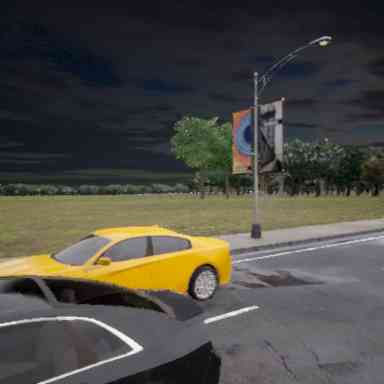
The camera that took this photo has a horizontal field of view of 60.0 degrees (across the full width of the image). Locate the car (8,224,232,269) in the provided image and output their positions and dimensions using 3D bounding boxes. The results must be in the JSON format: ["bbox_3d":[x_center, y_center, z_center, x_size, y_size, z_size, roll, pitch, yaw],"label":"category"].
[{"bbox_3d":[-1.440,1.467,6.651,5.008,1.535,1.882,0,0,-36],"label":"car"}]

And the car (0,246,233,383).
[{"bbox_3d":[-2.008,1.507,2.254,4.892,1.490,1.837,0,0,-36],"label":"car"}]
